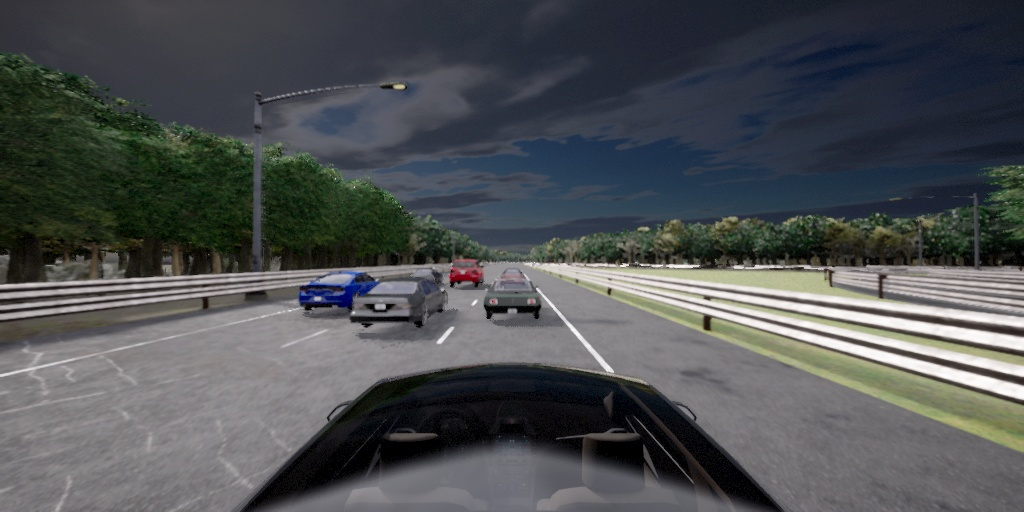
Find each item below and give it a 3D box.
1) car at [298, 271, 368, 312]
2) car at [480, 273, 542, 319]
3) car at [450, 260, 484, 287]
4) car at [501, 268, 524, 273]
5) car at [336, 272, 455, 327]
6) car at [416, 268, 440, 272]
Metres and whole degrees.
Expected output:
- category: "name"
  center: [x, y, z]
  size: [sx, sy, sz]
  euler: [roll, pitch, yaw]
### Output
- category: "car"
  center: [-6.938, 1.389, 15.314]
  size: [1.882, 1.535, 5.008]
  euler: [0, 0, 0]
- category: "car"
  center: [0.043, 1.496, 13.569]
  size: [1.895, 1.301, 4.718]
  euler: [0, -1, 1]
- category: "car"
  center: [-3.459, 1.302, 28.067]
  size: [2.150, 2.045, 5.566]
  euler: [0, 0, 1]
- category: "car"
  center: [0.059, 1.660, 29.412]
  size: [1.994, 1.385, 4.181]
  euler: [0, -1, 1]
- category: "car"
  center: [-3.475, 1.424, 12.026]
  size: [2.033, 1.411, 5.357]
  euler: [0, -1, 1]
- category: "car"
  center: [-6.942, 1.661, 29.434]
  size: [1.994, 1.385, 4.181]
  euler: [0, -1, 0]
